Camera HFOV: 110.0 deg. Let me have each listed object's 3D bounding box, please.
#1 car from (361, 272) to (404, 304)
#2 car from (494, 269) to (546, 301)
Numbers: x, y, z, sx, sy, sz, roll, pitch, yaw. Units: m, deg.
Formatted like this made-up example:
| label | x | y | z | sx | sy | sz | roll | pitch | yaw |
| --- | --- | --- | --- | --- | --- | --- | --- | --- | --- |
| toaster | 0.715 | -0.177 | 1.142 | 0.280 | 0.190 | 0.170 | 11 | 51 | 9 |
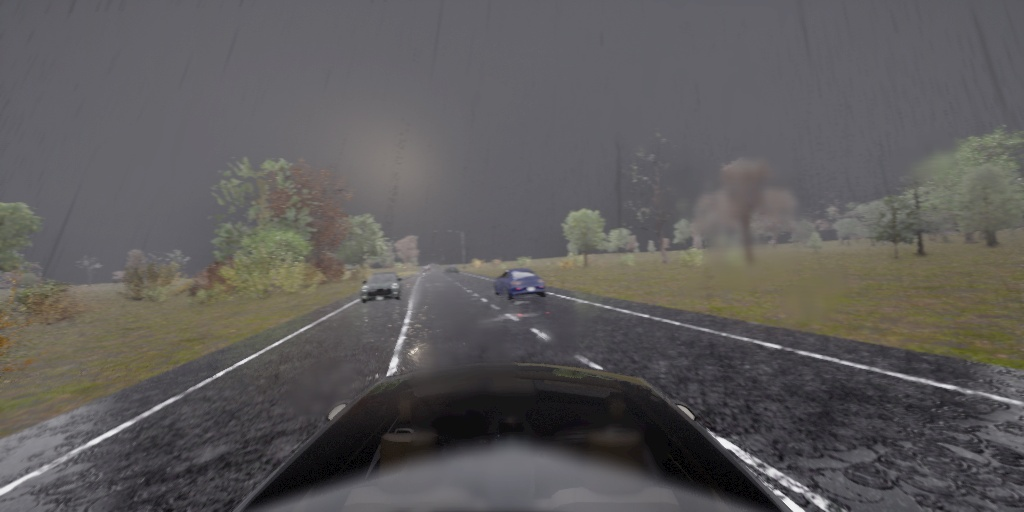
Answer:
| label | x | y | z | sx | sy | sz | roll | pitch | yaw |
| --- | --- | --- | --- | --- | --- | --- | --- | --- | --- |
| car | -7.706 | 1.759 | 21.595 | 2.097 | 1.767 | 4.553 | -4 | 0 | -14 |
| car | 0.309 | 1.364 | 18.227 | 1.812 | 1.442 | 4.674 | -4 | 0 | -14 |
